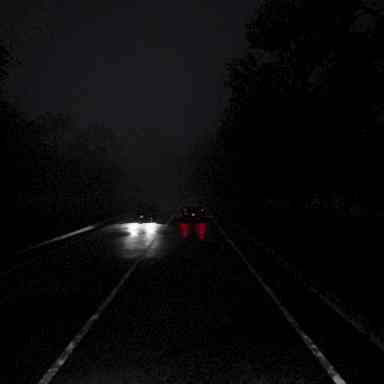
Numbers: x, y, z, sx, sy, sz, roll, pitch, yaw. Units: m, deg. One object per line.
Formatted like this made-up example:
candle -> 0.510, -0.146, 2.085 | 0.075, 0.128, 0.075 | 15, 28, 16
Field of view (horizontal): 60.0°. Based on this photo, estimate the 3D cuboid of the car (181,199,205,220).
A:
car -> 0.099, 1.535, 27.705 | 1.812, 1.442, 4.674 | 0, 0, 0

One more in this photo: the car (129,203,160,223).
car -> -3.596, 1.574, 25.721 | 1.994, 1.385, 4.181 | 0, 0, 0
